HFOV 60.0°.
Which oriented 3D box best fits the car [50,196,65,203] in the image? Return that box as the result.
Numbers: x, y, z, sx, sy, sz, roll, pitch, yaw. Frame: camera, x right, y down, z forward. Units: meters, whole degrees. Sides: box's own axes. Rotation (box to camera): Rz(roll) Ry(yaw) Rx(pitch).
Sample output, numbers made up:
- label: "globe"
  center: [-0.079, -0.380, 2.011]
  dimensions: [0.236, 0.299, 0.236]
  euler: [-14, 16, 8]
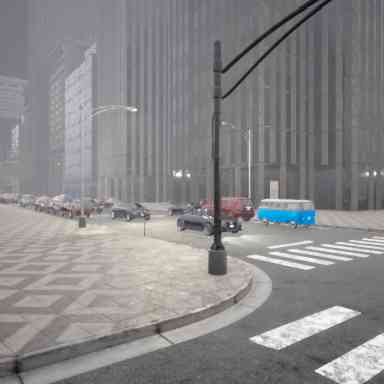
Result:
- label: "car"
  center: [-27.305, 1.512, 67.599]
  dimensions: [1.752, 1.417, 4.829]
  euler: [0, 0, -36]

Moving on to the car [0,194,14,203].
- label: "car"
  center: [-37.428, 1.286, 66.995]
  dimensions: [2.192, 1.841, 5.009]
  euler: [0, 0, -36]

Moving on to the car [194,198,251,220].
- label: "car"
  center: [2.769, 1.352, 26.495]
  dimensions: [2.192, 1.841, 5.009]
  euler: [0, 0, -36]

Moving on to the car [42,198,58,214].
- label: "car"
  center: [-14.117, 1.606, 35.135]
  dimensions: [1.802, 1.307, 4.206]
  euler: [0, 0, -36]

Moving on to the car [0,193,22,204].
- label: "car"
  center: [-34.097, 1.299, 62.443]
  dimensions: [2.192, 1.841, 5.009]
  euler: [0, 0, -36]

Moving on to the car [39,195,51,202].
- label: "car"
  center: [-33.981, 1.482, 76.733]
  dimensions: [1.752, 1.417, 4.829]
  euler: [0, 0, -35]

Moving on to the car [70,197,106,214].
- label: "car"
  center: [-11.154, 1.530, 35.452]
  dimensions: [1.837, 1.490, 4.892]
  euler: [0, 0, -36]

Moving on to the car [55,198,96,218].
- label: "car"
  center: [-10.787, 1.572, 30.584]
  dimensions: [1.887, 1.381, 4.507]
  euler: [0, 0, -36]

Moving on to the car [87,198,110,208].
- label: "car"
  center: [-13.884, 1.602, 49.254]
  dimensions: [1.802, 1.307, 4.206]
  euler: [0, 0, -36]

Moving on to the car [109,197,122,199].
- label: "car"
  center: [-10.552, 1.464, 44.701]
  dimensions: [1.967, 1.590, 4.097]
  euler: [0, 0, -36]

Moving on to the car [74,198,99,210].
- label: "car"
  center: [-14.425, 1.547, 45.241]
  dimensions: [1.812, 1.442, 4.674]
  euler: [0, 0, -36]

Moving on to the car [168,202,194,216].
- label: "car"
  center: [-0.561, 1.599, 31.047]
  dimensions: [1.947, 1.339, 4.313]
  euler: [0, 0, -36]

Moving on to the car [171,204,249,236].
- label: "car"
  center: [0.903, 1.600, 18.956]
  dimensions: [1.994, 1.385, 4.181]
  euler: [0, 0, -36]

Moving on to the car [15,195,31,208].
- label: "car"
  center: [-24.108, 1.562, 48.789]
  dimensions: [2.008, 1.369, 4.403]
  euler: [0, 0, -36]

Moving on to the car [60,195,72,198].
- label: "car"
  center: [-20.436, 1.576, 53.368]
  dimensions: [1.994, 1.385, 4.181]
  euler: [0, 0, -36]

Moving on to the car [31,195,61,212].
- label: "car"
  center: [-17.448, 1.461, 39.687]
  dimensions: [1.967, 1.590, 4.097]
  euler: [0, 0, -36]

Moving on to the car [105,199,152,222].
- label: "car"
  center: [-5.048, 1.538, 27.091]
  dimensions: [1.837, 1.490, 4.892]
  euler: [0, 0, -36]

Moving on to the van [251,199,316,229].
- label: "van"
  center: [6.100, 1.379, 21.943]
  dimensions: [1.690, 1.788, 3.998]
  euler: [0, 0, -36]
